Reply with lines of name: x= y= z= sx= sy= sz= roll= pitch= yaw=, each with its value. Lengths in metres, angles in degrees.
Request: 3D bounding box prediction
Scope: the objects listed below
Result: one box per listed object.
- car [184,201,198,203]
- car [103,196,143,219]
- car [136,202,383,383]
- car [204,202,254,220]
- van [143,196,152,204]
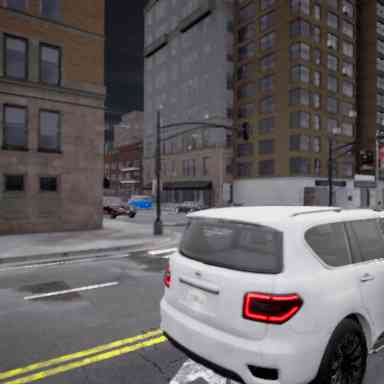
car: x=-0.102 y=1.592 z=33.673 sx=2.008 sy=1.369 sz=4.403 roll=0 pitch=0 yaw=-35
car: x=-6.652 y=1.307 z=29.039 sx=2.192 sy=1.841 sz=5.009 roll=0 pitch=0 yaw=-35
car: x=2.156 y=1.226 z=5.214 sx=5.566 sy=2.045 sz=2.150 roll=0 pitch=0 yaw=-38
car: x=3.168 y=1.607 z=29.051 sx=1.947 sy=1.339 sz=4.313 roll=0 pitch=0 yaw=-35
van: x=-6.641 y=1.383 z=42.918 sx=1.690 sy=1.788 sz=3.998 roll=0 pitch=0 yaw=-35
